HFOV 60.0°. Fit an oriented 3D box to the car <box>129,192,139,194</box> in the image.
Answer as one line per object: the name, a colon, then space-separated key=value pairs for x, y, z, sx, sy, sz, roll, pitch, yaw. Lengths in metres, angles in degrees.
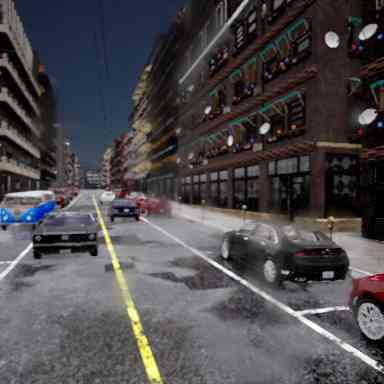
car: x=-4.354 y=0.972 z=30.043 sx=1.887 sy=1.381 sz=4.507 roll=2 pitch=1 yaw=-17

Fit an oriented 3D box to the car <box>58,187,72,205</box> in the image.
car: x=-13.523 y=0.578 z=33.060 sx=2.192 sy=1.841 sz=5.009 roll=2 pitch=1 yaw=-17

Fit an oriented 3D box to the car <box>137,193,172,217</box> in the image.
car: x=-2.724 y=1.079 z=24.760 sx=1.887 sy=1.381 sz=4.507 roll=2 pitch=1 yaw=-17

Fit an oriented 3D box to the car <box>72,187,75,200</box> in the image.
car: x=-15.152 y=0.473 z=38.344 sx=2.192 sy=1.841 sz=5.009 roll=2 pitch=1 yaw=-17

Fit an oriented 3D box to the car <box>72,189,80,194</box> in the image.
car: x=-29.832 y=-0.122 z=85.905 sx=1.802 sy=1.307 sz=4.206 roll=2 pitch=0 yaw=-17

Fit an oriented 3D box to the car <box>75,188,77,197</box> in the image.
car: x=-18.422 y=0.518 z=48.915 sx=1.947 sy=1.339 sz=4.313 roll=2 pitch=0 yaw=-17

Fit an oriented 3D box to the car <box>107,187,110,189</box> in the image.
car: x=-15.797 y=0.299 z=67.026 sx=1.802 sy=1.307 sz=4.206 roll=2 pitch=0 yaw=-17

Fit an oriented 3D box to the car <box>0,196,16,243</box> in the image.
car: x=-5.375 y=1.125 z=6.642 sx=2.192 sy=1.841 sz=5.009 roll=2 pitch=1 yaw=-17

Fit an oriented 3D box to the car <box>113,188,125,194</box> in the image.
car: x=-9.268 y=0.428 z=45.884 sx=2.192 sy=1.841 sz=5.009 roll=2 pitch=1 yaw=-17

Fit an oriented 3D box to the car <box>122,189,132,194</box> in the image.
car: x=-5.973 y=0.762 z=35.329 sx=1.967 sy=1.590 sz=4.097 roll=2 pitch=1 yaw=-17

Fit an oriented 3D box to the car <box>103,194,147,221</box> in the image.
car: x=-4.630 y=1.098 z=22.324 sx=2.033 sy=1.411 sz=5.357 roll=0 pitch=1 yaw=-16

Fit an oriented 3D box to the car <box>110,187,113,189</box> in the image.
car: x=-12.533 y=0.352 z=56.456 sx=1.967 sy=1.590 sz=4.097 roll=2 pitch=0 yaw=-17

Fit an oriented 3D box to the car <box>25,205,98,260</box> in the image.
car: x=-4.247 y=1.338 z=11.592 sx=1.895 sy=1.301 sz=4.718 roll=0 pitch=1 yaw=-17

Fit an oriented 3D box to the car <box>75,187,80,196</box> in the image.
car: x=-23.302 y=-0.026 z=64.763 sx=2.192 sy=1.841 sz=5.009 roll=2 pitch=0 yaw=-17

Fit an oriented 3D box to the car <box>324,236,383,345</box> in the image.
car: x=3.794 y=1.528 z=3.622 sx=1.887 sy=1.381 sz=4.507 roll=2 pitch=1 yaw=-17

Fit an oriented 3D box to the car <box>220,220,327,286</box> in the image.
car: x=2.164 y=1.419 z=8.907 sx=2.008 sy=1.369 sz=4.403 roll=2 pitch=1 yaw=-17

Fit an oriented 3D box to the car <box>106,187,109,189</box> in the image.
car: x=-19.049 y=-0.153 z=77.594 sx=2.192 sy=1.841 sz=5.009 roll=2 pitch=0 yaw=-17

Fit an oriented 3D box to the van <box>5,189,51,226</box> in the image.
van: x=-8.634 y=0.926 z=17.208 sx=1.690 sy=1.788 sz=3.998 roll=2 pitch=1 yaw=-17

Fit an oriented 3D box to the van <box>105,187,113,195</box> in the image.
van: x=-20.680 y=-0.217 z=82.879 sx=1.690 sy=1.788 sz=3.998 roll=2 pitch=0 yaw=-17

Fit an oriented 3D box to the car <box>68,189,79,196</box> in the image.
car: x=-24.940 y=0.110 z=70.050 sx=1.887 sy=1.381 sz=4.507 roll=2 pitch=0 yaw=-17

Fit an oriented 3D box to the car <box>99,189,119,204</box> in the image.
car: x=-10.406 y=0.698 z=41.161 sx=1.812 sy=1.442 sz=4.674 roll=0 pitch=1 yaw=-17

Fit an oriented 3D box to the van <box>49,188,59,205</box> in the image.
van: x=-10.265 y=0.817 z=22.493 sx=1.690 sy=1.788 sz=3.998 roll=2 pitch=1 yaw=-17
